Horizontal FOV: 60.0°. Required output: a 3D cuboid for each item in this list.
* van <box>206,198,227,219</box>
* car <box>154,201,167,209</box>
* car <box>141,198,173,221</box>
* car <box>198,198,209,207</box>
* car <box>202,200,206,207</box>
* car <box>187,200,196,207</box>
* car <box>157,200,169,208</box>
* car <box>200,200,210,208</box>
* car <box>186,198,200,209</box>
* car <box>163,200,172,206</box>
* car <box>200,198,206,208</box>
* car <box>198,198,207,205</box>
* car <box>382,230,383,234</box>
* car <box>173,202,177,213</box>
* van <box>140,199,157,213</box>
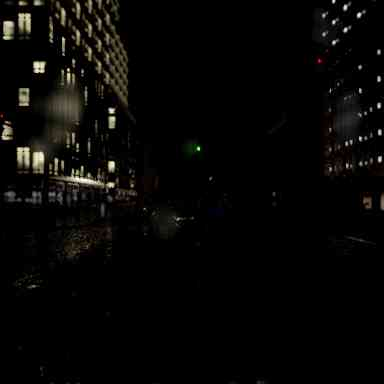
[{"bbox_3d":[2.609,1.765,34.107,1.690,1.788,3.998,0,-1,0],"label":"van"},{"bbox_3d":[-5.839,2.328,61.808,1.947,1.339,4.313,0,-1,0],"label":"car"},{"bbox_3d":[-3.299,1.615,31.781,2.150,2.045,5.566,0,-1,0],"label":"car"},{"bbox_3d":[2.561,2.216,72.876,2.192,1.841,5.009,0,-1,0],"label":"car"},{"bbox_3d":[2.527,2.037,39.642,1.887,1.381,4.507,0,-1,0],"label":"car"},{"bbox_3d":[-0.118,2.383,71.367,1.837,1.490,4.892,0,-1,0],"label":"car"},{"bbox_3d":[-5.830,2.381,67.347,2.008,1.369,4.403,0,-1,0],"label":"car"},{"bbox_3d":[2.550,2.378,67.334,1.887,1.381,4.507,0,-1,0],"label":"car"},{"bbox_3d":[-0.059,2.197,58.124,1.882,1.535,5.008,0,-1,0],"label":"car"},{"bbox_3d":[-5.811,2.547,78.425,1.802,1.307,4.206,0,-1,0],"label":"car"},{"bbox_3d":[2.542,2.081,61.798,2.192,1.841,5.009,0,-1,0],"label":"car"},{"bbox_3d":[2.580,2.351,83.954,2.192,1.841,5.009,0,-1,0],"label":"car"},{"bbox_3d":[13.530,1.914,18.298,5.357,1.411,2.033,0,-1,-1],"label":"car"},{"bbox_3d":[-3.283,2.040,41.556,1.812,1.442,4.674,0,-1,0],"label":"car"},{"bbox_3d":[-5.866,1.899,45.195,1.690,1.788,3.998,0,-1,0],"label":"van"}]
